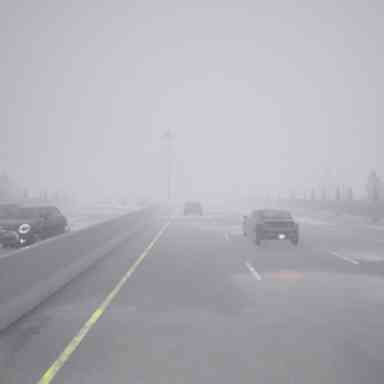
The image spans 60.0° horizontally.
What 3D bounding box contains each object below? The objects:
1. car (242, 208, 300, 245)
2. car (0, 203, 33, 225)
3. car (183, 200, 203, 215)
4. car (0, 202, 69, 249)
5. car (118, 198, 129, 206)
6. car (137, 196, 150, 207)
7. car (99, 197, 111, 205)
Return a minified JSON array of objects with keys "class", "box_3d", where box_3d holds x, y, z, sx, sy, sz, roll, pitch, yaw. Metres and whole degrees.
[{"class":"car","box_3d":[3.600,1.534,15.768,1.837,1.490,4.892,0,0,0]},{"class":"car","box_3d":[-14.097,1.621,25.303,1.994,1.385,4.181,0,0,0]},{"class":"car","box_3d":[0.101,1.582,34.610,2.128,1.511,4.902,0,0,0]},{"class":"car","box_3d":[-7.100,1.378,14.418,2.097,1.767,4.553,0,0,0]},{"class":"car","box_3d":[-12.332,1.773,60.160,2.033,1.411,5.357,0,0,-10]},{"class":"car","box_3d":[-8.194,1.549,56.309,2.097,1.767,4.553,0,0,-8]},{"class":"car","box_3d":[-17.278,1.770,65.897,1.837,1.490,4.892,0,0,-15]}]
